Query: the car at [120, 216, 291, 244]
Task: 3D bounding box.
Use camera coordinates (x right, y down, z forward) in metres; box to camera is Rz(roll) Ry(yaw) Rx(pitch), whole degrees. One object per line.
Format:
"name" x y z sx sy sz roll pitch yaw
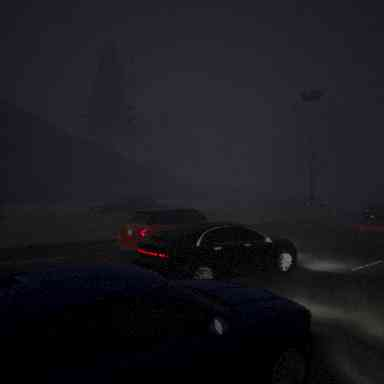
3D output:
"car" 0.811 1.516 8.864 4.892 1.490 1.837 0 0 -37

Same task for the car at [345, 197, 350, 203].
"car" 29.166 1.592 62.989 1.812 1.442 4.674 0 0 37

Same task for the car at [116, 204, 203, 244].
"car" -0.386 1.369 12.357 4.553 1.767 2.097 0 0 -37

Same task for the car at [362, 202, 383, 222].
"car" 14.480 1.517 25.039 4.902 1.511 2.128 0 0 -43

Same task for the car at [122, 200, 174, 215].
"car" -4.746 1.597 36.149 5.357 1.411 2.033 0 0 -41

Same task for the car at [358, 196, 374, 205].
"car" 31.565 1.541 60.271 1.882 1.535 5.008 0 0 35

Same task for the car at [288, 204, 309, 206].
"car" 13.766 1.396 39.342 2.097 1.767 4.553 0 0 44

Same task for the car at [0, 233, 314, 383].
"car" -0.842 1.483 3.248 5.008 1.535 1.882 0 0 -36
